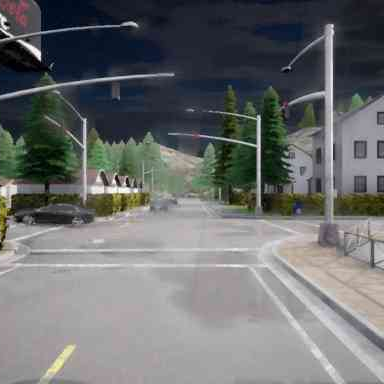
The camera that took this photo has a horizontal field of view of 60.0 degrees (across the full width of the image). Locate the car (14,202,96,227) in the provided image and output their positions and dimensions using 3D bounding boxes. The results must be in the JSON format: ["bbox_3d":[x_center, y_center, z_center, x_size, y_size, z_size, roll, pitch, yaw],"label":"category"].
[{"bbox_3d":[-8.731,1.426,21.499,4.892,1.490,1.837,3,3,-12],"label":"car"}]

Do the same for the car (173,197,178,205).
[{"bbox_3d":[-3.515,1.526,58.168,1.812,1.442,4.674,0,0,0],"label":"car"}]

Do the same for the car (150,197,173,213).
[{"bbox_3d":[-3.601,1.491,37.242,2.128,1.511,4.902,0,0,0],"label":"car"}]
